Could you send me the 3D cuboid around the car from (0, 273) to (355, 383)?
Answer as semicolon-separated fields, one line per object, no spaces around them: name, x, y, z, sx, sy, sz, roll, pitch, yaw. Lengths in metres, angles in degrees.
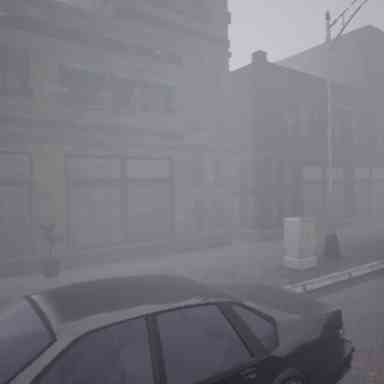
car;-0.765;1.547;2.833;5.357;1.411;2.033;0;0;-35
